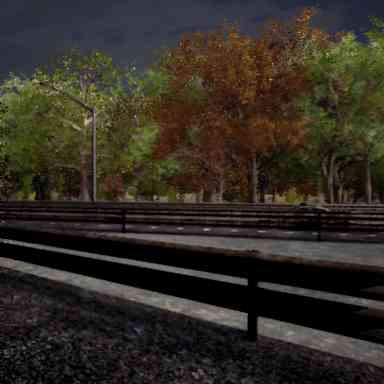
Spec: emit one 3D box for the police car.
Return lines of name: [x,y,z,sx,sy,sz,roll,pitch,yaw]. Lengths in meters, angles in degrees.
police car: [6.766,1.494,20.410,5.238,1.638,1.930,0,0,18]
